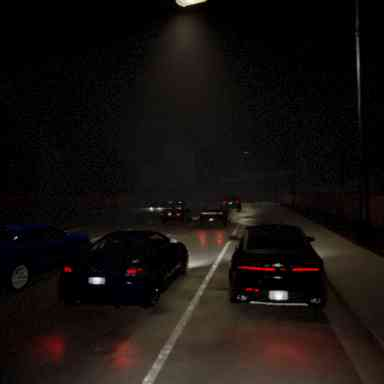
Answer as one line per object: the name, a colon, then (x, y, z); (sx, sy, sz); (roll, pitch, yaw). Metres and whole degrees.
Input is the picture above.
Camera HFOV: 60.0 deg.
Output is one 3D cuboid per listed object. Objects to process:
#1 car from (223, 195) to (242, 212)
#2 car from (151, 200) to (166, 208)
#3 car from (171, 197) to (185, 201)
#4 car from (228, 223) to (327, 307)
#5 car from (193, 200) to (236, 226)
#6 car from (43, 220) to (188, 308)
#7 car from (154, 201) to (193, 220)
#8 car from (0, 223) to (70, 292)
car: (4.962, 1.389, 41.254); (2.150, 2.045, 5.566); (-1, 0, 11)
car: (-5.830, 2.045, 58.897); (1.895, 1.301, 4.718); (-1, 0, 11)
car: (-2.436, 1.735, 58.057); (2.097, 1.767, 4.553); (-1, 0, 11)
car: (1.939, 1.522, 8.062); (1.837, 1.490, 4.892); (-1, 0, 11)
car: (1.730, 1.609, 24.141); (2.128, 1.511, 4.902); (-1, 0, 11)
car: (-1.392, 1.635, 8.193); (1.994, 1.385, 4.181); (-1, 0, 11)
car: (-1.181, 1.731, 27.484); (2.033, 1.411, 5.357); (-1, 0, 11)
car: (-4.711, 1.610, 9.462); (1.882, 1.535, 5.008); (-1, 0, 11)
